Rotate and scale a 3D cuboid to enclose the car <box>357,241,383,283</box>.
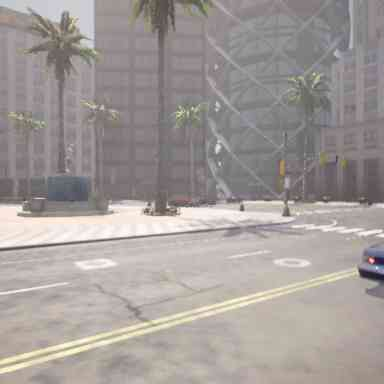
[{"bbox_3d":[6.249,1.498,8.229,5.357,1.411,2.033,0,0,-35],"label":"car"}]

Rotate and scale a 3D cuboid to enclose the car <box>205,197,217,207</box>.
[{"bbox_3d":[1.353,1.329,49.196,5.008,1.535,1.882,0,0,34],"label":"car"}]

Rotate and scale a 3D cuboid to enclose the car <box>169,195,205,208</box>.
[{"bbox_3d":[-0.994,1.222,46.589,4.553,1.767,2.097,0,0,33],"label":"car"}]
